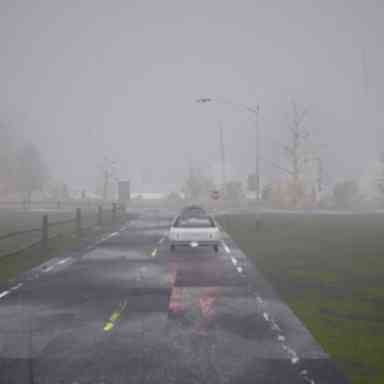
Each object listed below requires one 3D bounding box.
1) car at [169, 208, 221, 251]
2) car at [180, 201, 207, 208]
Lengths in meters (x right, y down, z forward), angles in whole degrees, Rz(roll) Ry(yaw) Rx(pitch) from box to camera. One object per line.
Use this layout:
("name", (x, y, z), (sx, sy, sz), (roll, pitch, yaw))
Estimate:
("car", (0.091, 1.579, 14.030), (1.895, 1.301, 4.718), (0, 0, 0))
("car", (0.128, 1.463, 26.512), (1.837, 1.490, 4.892), (0, 0, 1))
